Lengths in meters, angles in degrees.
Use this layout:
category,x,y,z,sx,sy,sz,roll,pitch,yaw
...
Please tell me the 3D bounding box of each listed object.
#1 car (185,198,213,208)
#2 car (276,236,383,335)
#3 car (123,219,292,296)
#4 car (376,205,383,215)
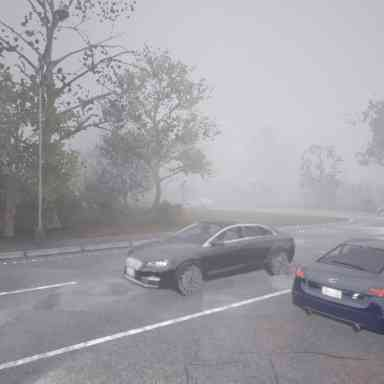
category,x,y,z,sx,sy,sz,roll,pitch,yaw
car,1.069,1.600,49.147,4.674,1.442,1.812,-1,0,43
car,3.857,1.564,6.445,4.181,1.385,1.994,0,0,-35
car,0.655,1.491,8.726,4.902,1.511,2.128,0,0,-35
car,19.529,1.493,30.235,4.902,1.511,2.128,0,1,9
